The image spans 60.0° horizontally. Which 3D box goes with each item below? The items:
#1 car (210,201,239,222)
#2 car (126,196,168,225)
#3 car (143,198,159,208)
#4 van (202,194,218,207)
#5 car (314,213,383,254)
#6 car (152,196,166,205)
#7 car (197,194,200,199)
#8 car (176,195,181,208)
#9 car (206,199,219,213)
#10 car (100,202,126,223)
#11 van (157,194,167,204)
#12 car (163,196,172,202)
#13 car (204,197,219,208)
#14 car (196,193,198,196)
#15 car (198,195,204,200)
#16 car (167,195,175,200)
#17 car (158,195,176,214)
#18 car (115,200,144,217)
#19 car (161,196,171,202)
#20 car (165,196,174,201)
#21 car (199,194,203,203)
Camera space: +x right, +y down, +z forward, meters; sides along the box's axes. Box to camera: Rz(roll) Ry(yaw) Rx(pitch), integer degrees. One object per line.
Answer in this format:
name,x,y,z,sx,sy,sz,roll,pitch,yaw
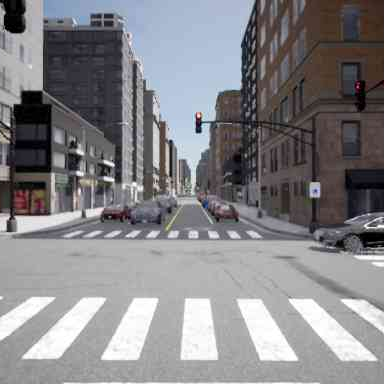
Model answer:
car,2.638,1.597,26.098,1.802,1.307,4.206,1,0,0
car,-3.132,1.366,24.191,2.097,1.767,4.553,0,0,0
car,-5.921,1.614,48.786,1.802,1.307,4.206,1,0,0
van,2.615,1.368,43.119,1.690,1.788,3.998,1,0,0
car,7.492,1.590,13.345,4.902,1.511,2.128,1,-1,0
car,-5.937,1.482,60.132,1.967,1.590,4.097,1,0,0
car,2.571,1.619,71.485,1.947,1.339,4.313,1,0,0
car,-3.146,1.596,48.769,1.994,1.385,4.181,0,0,1
car,2.629,1.601,31.771,1.802,1.307,4.206,1,0,0
car,-5.888,1.560,26.094,1.887,1.381,4.507,1,0,0
van,-5.944,1.389,65.805,1.690,1.788,3.998,1,0,0
car,-5.972,1.630,82.823,1.947,1.339,4.313,1,0,0
car,2.621,1.605,37.445,1.802,1.307,4.206,1,0,0
car,2.556,1.379,82.832,2.192,1.841,5.009,1,0,0
car,2.538,1.599,94.349,1.752,1.417,4.829,1,0,0
car,-5.988,1.619,94.169,1.887,1.381,4.507,1,0,0
car,-3.147,1.373,35.376,2.097,1.767,4.553,0,0,0
car,-5.896,1.564,31.768,1.887,1.381,4.507,1,0,0
car,-5.963,1.609,77.150,2.008,1.369,4.403,1,0,0
car,-5.980,1.635,88.496,1.947,1.339,4.313,1,0,0
car,2.607,1.347,48.792,2.192,1.841,5.009,1,0,0
